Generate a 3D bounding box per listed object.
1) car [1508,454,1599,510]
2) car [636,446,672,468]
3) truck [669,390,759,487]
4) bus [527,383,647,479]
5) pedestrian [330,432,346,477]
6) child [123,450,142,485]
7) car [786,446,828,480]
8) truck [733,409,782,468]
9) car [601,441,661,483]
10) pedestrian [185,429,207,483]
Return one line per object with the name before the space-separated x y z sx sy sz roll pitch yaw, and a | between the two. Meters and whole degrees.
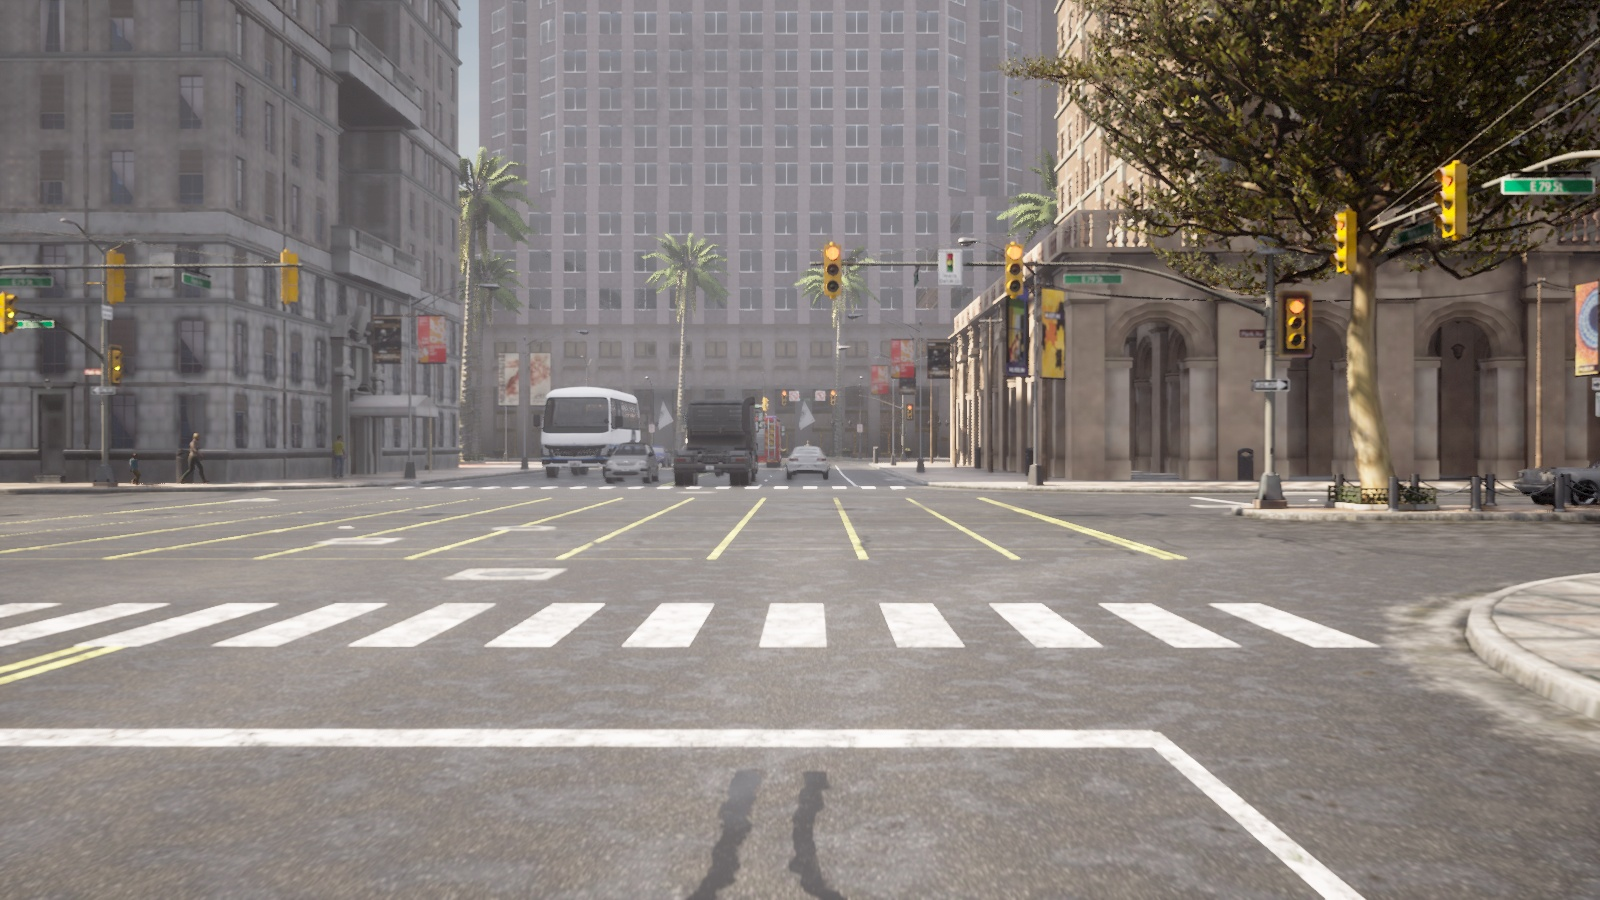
car | 19.897 0.742 30.149 4.718 1.301 1.895 0 0 2
car | -9.767 0.426 84.329 1.812 1.442 4.674 0 0 1
truck | -3.207 -0.423 48.731 2.891 3.462 7.936 0 0 0
bus | -10.119 -0.873 61.134 3.944 4.253 10.273 0 0 1
pedestrian | -19.260 0.178 52.325 0.354 1.836 0.706 0 0 4
child | -22.577 0.595 42.473 0.448 1.192 0.343 0 0 -2
car | 0.334 0.546 56.570 1.812 1.442 4.674 0 0 0
truck | -2.784 -0.752 85.461 2.891 3.827 8.468 0 0 1
car | -6.699 0.439 50.113 1.851 1.617 3.988 0 0 0
pedestrian | -20.929 0.212 43.522 0.634 1.846 0.331 0 0 -6
